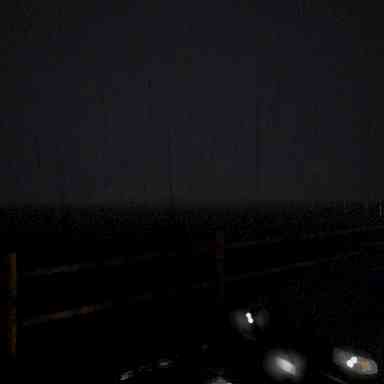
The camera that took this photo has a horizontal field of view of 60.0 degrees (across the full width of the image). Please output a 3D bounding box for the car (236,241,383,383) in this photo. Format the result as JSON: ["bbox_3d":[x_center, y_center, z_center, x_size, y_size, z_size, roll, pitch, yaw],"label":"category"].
[{"bbox_3d":[3.208,1.537,5.240,5.357,1.411,2.033,0,0,-36],"label":"car"}]
